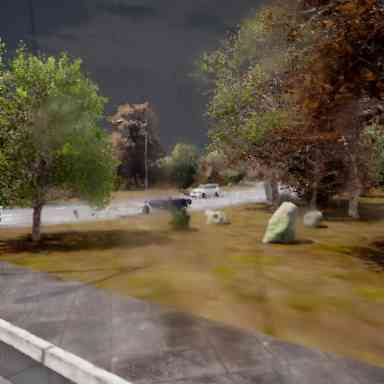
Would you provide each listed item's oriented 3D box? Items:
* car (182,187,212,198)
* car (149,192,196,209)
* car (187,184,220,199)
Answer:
[{"bbox_3d":[0.827,0.047,54.858,2.033,1.411,5.357,1,3,39],"label":"car"},{"bbox_3d":[-2.089,1.011,34.386,1.895,1.301,4.718,1,2,39],"label":"car"},{"bbox_3d":[2.056,-0.118,50.822,2.150,2.045,5.566,1,3,39],"label":"car"}]
